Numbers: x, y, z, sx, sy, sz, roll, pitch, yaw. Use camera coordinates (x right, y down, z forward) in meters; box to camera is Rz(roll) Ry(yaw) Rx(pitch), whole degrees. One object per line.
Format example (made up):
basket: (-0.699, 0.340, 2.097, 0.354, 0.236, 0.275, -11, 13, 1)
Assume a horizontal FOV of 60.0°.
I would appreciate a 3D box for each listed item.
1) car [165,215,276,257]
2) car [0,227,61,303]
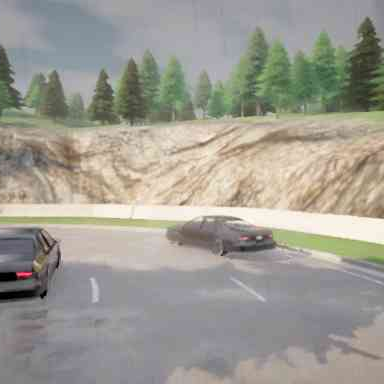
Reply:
car: (0.909, 1.649, 13.614, 2.033, 1.411, 5.357, 0, -1, -34)
car: (-4.447, 1.610, 8.364, 2.033, 1.411, 5.357, 0, 0, -18)
